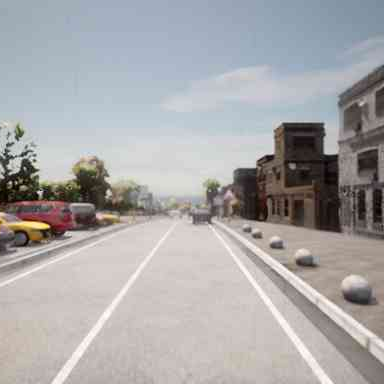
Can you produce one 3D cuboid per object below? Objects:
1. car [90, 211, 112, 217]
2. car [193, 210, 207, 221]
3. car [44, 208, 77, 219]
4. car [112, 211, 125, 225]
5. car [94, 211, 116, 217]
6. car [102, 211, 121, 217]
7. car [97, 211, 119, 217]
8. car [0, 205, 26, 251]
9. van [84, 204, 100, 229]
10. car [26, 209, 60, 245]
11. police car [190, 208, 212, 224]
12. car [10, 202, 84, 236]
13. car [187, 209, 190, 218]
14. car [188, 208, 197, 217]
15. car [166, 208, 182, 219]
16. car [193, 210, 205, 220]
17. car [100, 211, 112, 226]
[{"bbox_3d":[-21.811,5.352,79.980,4.674,1.452,2.002,0,-4,0],"label":"car"},{"bbox_3d":[0.999,3.116,44.431,1.837,1.490,4.892,0,-4,0],"label":"car"},{"bbox_3d":[-21.949,3.641,55.704,4.553,1.767,2.185,0,-4,0],"label":"car"},{"bbox_3d":[-9.371,2.357,31.180,5.366,1.575,1.946,0,-3,0],"label":"car"},{"bbox_3d":[-21.795,5.522,83.252,4.892,1.521,2.231,0,-4,0],"label":"car"},{"bbox_3d":[-21.771,5.969,89.659,4.674,1.452,2.002,0,-4,0],"label":"car"},{"bbox_3d":[-21.792,5.729,86.519,5.008,1.535,2.097,0,-4,0],"label":"car"},{"bbox_3d":[-9.471,1.529,13.099,4.553,1.767,2.185,0,-2,-1],"label":"car"},{"bbox_3d":[-9.645,1.871,25.240,4.442,1.987,1.878,0,-2,0],"label":"van"},{"bbox_3d":[-9.472,1.756,16.129,5.008,1.535,2.097,0,-2,-1],"label":"car"},{"bbox_3d":[1.002,2.454,34.540,1.930,1.638,5.238,1,-2,0],"label":"police car"},{"bbox_3d":[-9.522,1.603,19.054,5.566,2.045,2.435,0,-2,0],"label":"car"},{"bbox_3d":[0.111,4.635,70.953,1.837,1.490,4.892,0,-4,0],"label":"car"},{"bbox_3d":[0.165,5.311,85.986,2.150,2.045,5.566,0,-4,0],"label":"car"},{"bbox_3d":[-3.181,4.112,64.592,2.150,2.045,5.566,0,-4,1],"label":"car"},{"bbox_3d":[1.015,3.495,50.425,1.837,1.490,4.892,0,-4,0],"label":"car"},{"bbox_3d":[-9.573,2.100,28.270,4.553,1.767,2.185,0,-3,0],"label":"car"}]
